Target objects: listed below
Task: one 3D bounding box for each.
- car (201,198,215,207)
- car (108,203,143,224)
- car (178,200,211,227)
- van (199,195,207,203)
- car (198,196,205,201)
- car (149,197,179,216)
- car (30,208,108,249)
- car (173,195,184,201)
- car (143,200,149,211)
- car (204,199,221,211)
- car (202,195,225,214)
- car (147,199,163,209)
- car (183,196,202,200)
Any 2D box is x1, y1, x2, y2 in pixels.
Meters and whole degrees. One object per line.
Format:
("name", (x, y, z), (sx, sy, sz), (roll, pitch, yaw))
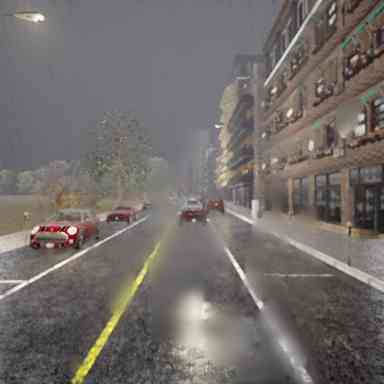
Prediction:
("car", (2.581, 1.729, 54.698), (1.947, 1.339, 4.313), (1, 0, 0))
("car", (-5.303, 1.619, 25.743), (1.887, 1.381, 4.507), (1, 0, 0))
("car", (0.105, 1.573, 23.608), (1.837, 1.490, 4.892), (0, 0, 0))
("van", (2.586, 1.577, 77.342), (1.690, 1.788, 3.998), (1, 0, 0))
("car", (2.586, 1.840, 94.325), (1.887, 1.381, 4.507), (1, 0, 0))
("car", (-2.840, 1.591, 34.430), (2.128, 1.511, 4.902), (0, 0, 0))
("car", (-5.303, 1.482, 14.435), (1.967, 1.590, 4.097), (1, 0, 0))
("car", (-2.740, 1.441, 75.876), (2.097, 1.767, 4.553), (0, 0, 0))
("car", (-5.301, 1.676, 42.704), (2.008, 1.369, 4.403), (1, 0, 0))
("car", (2.579, 1.672, 43.376), (1.887, 1.381, 4.507), (1, 0, 0))
("car", (2.581, 1.425, 37.716), (2.192, 1.841, 5.009), (1, 0, 0))
("car", (-5.301, 1.725, 48.359), (1.802, 1.307, 4.206), (1, 0, 0))
("car", (0.099, 1.576, 41.204), (1.801, 1.575, 5.366), (0, 0, 0))
